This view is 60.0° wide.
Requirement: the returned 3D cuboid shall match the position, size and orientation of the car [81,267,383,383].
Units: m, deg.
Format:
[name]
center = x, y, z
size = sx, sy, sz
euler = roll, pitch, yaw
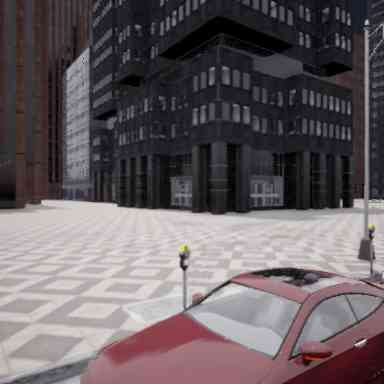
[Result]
[car]
center = 0.939, 1.578, 3.633
size = 4.206, 1.307, 1.802
euler = 0, 0, -35
